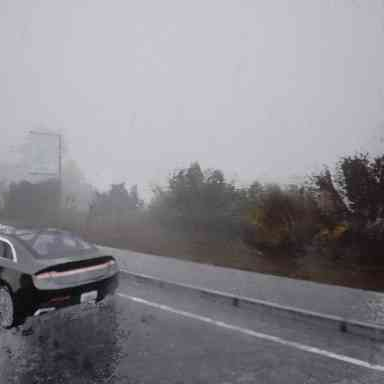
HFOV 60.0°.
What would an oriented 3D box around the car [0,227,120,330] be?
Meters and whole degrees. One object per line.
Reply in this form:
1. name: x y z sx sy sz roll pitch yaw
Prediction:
1. car: -3.582 1.505 7.014 4.902 1.511 2.128 0 0 39
